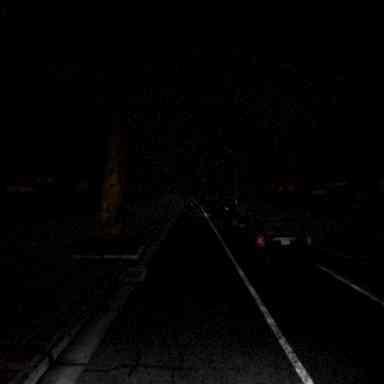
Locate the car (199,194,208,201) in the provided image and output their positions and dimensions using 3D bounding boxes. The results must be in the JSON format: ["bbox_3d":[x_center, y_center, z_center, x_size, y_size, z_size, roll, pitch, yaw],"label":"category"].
[{"bbox_3d":[2.647,1.266,77.869,1.967,1.590,4.097,0,0,0],"label":"car"}]

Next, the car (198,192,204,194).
[{"bbox_3d":[2.644,1.216,61.231,2.192,1.841,5.009,0,0,0],"label":"car"}]

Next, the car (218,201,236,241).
[{"bbox_3d":[2.635,1.453,16.859,1.967,1.590,4.097,0,0,0],"label":"car"}]

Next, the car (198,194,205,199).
[{"bbox_3d":[2.649,1.299,94.509,1.947,1.339,4.313,0,0,0],"label":"car"}]

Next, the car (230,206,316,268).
[{"bbox_3d":[2.634,1.452,11.312,1.967,1.590,4.097,0,0,0],"label":"car"}]

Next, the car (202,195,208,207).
[{"bbox_3d":[2.642,1.514,50.141,1.947,1.339,4.313,0,0,0],"label":"car"}]

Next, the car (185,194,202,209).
[{"bbox_3d":[0.014,1.459,45.021,1.882,1.535,5.008,0,0,0],"label":"car"}]

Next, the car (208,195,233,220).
[{"bbox_3d":[2.753,1.358,28.604,2.097,1.767,4.553,0,0,0],"label":"car"}]
